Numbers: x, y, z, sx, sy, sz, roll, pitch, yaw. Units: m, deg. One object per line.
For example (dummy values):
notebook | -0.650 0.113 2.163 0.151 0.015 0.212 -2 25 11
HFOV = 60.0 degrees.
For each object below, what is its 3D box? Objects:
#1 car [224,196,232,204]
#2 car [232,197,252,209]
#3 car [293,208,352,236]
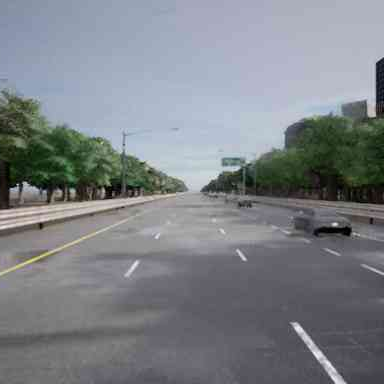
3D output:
car | 7.204 1.544 63.847 2.033 1.411 5.357 0 0 0
car | 7.104 1.509 46.182 1.837 1.490 4.892 0 0 0
car | 7.013 1.568 18.318 1.994 1.385 4.181 0 0 0
